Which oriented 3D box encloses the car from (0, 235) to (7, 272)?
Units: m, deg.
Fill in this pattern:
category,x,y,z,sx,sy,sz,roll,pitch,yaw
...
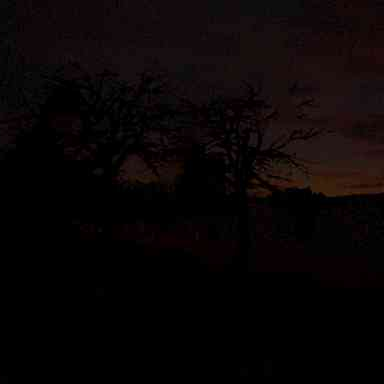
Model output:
category,x,y,z,sx,sy,sz,roll,pitch,yaw
car,-7.071,1.469,10.010,1.970,1.475,3.806,3,-3,-44
